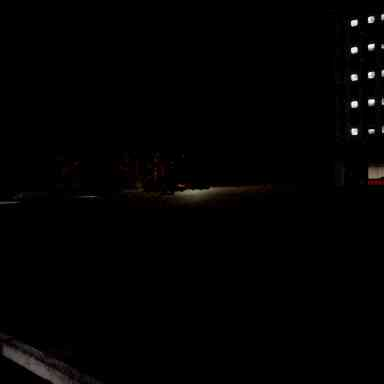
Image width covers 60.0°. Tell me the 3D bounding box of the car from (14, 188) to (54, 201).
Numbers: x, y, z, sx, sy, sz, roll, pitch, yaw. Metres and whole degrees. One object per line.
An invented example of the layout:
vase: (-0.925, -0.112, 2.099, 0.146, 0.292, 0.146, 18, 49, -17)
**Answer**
car: (-19.106, 0.284, 40.389, 1.812, 1.442, 4.674, 0, 3, 33)

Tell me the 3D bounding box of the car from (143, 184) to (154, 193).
car: (-5.999, -0.586, 55.409, 2.033, 1.411, 5.357, 0, 2, 30)

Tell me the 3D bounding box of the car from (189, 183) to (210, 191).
car: (1.559, -0.967, 62.217, 1.895, 1.301, 4.718, 0, 2, 29)

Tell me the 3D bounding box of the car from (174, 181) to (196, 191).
car: (-1.317, -1.203, 63.732, 2.097, 1.767, 4.553, 0, 2, 29)

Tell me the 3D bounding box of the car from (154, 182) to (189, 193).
car: (-3.221, -0.594, 53.721, 2.033, 1.411, 5.357, 0, 2, 30)

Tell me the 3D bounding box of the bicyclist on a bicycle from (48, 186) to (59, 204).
bicyclist on a bicycle: (-12.643, 0.250, 30.255, 1.656, 1.620, 0.582, -1, 2, 33)

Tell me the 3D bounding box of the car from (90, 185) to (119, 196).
car: (-13.087, -0.255, 50.102, 1.837, 1.490, 4.892, 0, 3, 31)
